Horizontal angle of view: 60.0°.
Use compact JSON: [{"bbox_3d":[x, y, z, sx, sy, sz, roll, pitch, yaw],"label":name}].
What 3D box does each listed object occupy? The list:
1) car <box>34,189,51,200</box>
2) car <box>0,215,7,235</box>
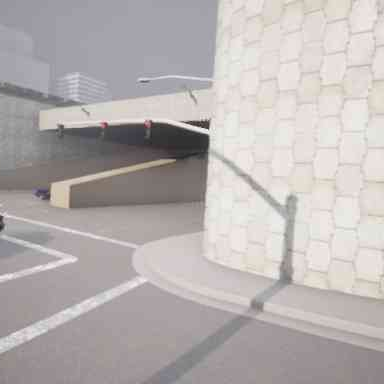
[{"bbox_3d":[-9.920,0.043,26.510,1.895,1.301,4.718,5,3,34],"label":"car"},{"bbox_3d":[-7.213,0.940,9.186,2.033,1.411,5.357,3,3,-6],"label":"car"}]
